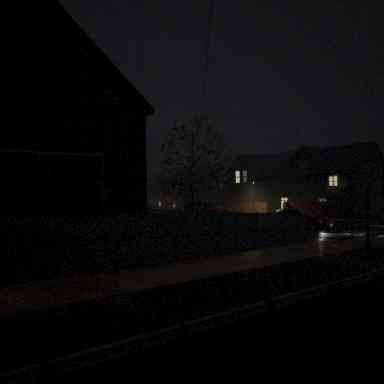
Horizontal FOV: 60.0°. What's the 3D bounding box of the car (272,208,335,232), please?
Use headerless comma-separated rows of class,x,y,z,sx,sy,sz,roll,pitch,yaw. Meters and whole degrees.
car,7.356,1.846,22.712,1.812,1.442,4.674,-1,-1,-36

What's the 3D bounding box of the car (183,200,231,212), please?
car,1.330,1.787,31.115,2.150,2.045,5.566,-1,-1,-36

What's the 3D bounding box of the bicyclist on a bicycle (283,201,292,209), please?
bicyclist on a bicycle,8.838,1.667,30.682,1.656,1.620,0.582,-1,0,-36

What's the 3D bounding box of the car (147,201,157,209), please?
car,-6.503,2.104,42.062,2.150,2.045,5.566,-1,-1,-35
